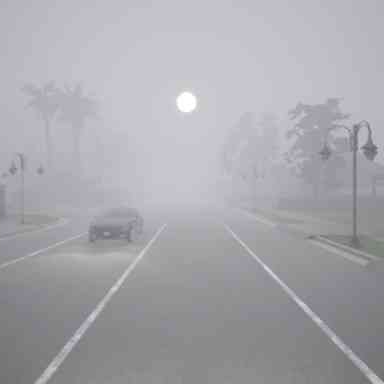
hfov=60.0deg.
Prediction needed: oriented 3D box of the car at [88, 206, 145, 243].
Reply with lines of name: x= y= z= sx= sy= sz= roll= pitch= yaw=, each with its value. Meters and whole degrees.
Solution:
car: x=-3.523 y=1.457 z=16.227 sx=1.882 sy=1.535 sz=5.008 roll=0 pitch=0 yaw=0
